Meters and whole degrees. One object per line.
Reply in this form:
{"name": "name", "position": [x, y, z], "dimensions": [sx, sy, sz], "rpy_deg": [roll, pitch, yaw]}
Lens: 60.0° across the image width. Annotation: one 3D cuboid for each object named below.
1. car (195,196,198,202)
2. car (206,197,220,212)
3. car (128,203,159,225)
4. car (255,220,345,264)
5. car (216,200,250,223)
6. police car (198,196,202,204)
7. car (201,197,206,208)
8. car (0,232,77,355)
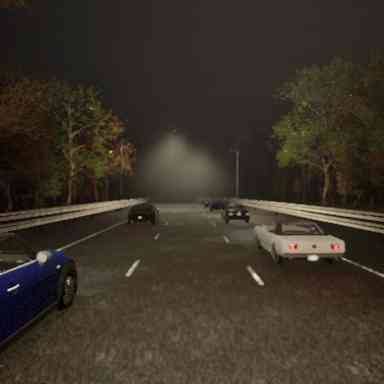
{"name": "car", "position": [2.372, 1.792, 74.444], "dimensions": [2.128, 1.511, 4.902], "rpy_deg": [0, 0, -2]}
{"name": "car", "position": [3.138, 1.653, 41.342], "dimensions": [1.882, 1.535, 5.008], "rpy_deg": [0, 0, -1]}
{"name": "car", "position": [-3.547, 1.587, 24.986], "dimensions": [1.882, 1.535, 5.008], "rpy_deg": [0, 0, -1]}
{"name": "car", "position": [3.558, 1.654, 12.010], "dimensions": [1.895, 1.301, 4.718], "rpy_deg": [0, 0, 0]}
{"name": "car", "position": [3.435, 1.665, 26.909], "dimensions": [2.033, 1.411, 5.357], "rpy_deg": [0, 0, -1]}
{"name": "police car", "position": [2.670, 1.685, 63.522], "dimensions": [1.930, 1.638, 5.238], "rpy_deg": [0, 0, -1]}
{"name": "car", "position": [2.929, 1.781, 52.376], "dimensions": [1.994, 1.385, 4.181], "rpy_deg": [0, 0, -1]}
{"name": "car", "position": [-3.416, 1.376, 5.063], "dimensions": [2.097, 1.767, 4.553], "rpy_deg": [0, 0, 0]}
